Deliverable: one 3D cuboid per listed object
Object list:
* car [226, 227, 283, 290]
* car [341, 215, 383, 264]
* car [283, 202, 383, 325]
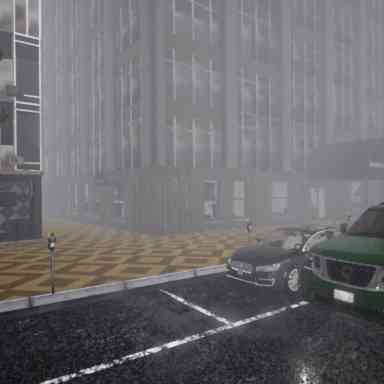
[{"bbox_3d":[2.838,1.549,8.620,4.403,1.369,2.008,0,-1,-36],"label":"car"},{"bbox_3d":[7.456,1.563,11.934,4.313,1.339,1.947,0,-1,-36],"label":"car"},{"bbox_3d":[4.541,1.220,6.646,5.566,2.045,2.150,0,0,-36],"label":"car"}]
